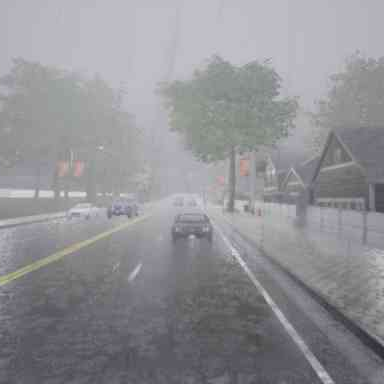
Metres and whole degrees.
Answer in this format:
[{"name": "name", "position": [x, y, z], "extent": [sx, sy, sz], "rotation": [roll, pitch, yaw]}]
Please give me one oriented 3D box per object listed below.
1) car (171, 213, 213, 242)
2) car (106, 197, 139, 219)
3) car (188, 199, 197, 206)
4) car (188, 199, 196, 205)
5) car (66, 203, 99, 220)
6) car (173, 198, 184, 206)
[{"name": "car", "position": [0.008, 1.696, 16.832], "extent": [1.895, 1.301, 4.718], "rotation": [0, 0, 0]}, {"name": "car", "position": [-6.499, 1.452, 31.798], "extent": [2.150, 2.045, 5.566], "rotation": [0, -1, 0]}, {"name": "car", "position": [0.039, 2.516, 75.420], "extent": [1.994, 1.385, 4.181], "rotation": [0, -1, 0]}, {"name": "car", "position": [0.044, 2.626, 85.427], "extent": [1.837, 1.490, 4.892], "rotation": [0, -1, 0]}, {"name": "car", "position": [-9.770, 1.734, 30.200], "extent": [1.812, 1.442, 4.674], "rotation": [0, -1, 1]}, {"name": "car", "position": [-3.211, 2.515, 75.434], "extent": [1.994, 1.385, 4.181], "rotation": [0, -1, 0]}]
